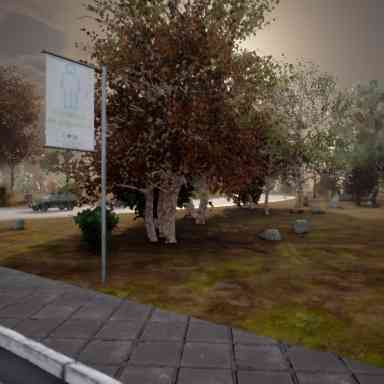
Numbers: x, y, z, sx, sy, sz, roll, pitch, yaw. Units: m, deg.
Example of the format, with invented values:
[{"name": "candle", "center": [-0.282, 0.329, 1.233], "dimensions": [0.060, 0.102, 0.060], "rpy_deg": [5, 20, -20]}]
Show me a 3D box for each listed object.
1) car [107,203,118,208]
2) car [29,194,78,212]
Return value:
[{"name": "car", "center": [-10.155, 1.461, 48.182], "dimensions": [1.837, 1.490, 4.892], "rpy_deg": [0, 0, 37]}, {"name": "car", "center": [-16.546, 1.212, 39.955], "dimensions": [2.150, 2.045, 5.566], "rpy_deg": [0, 0, 38]}]
